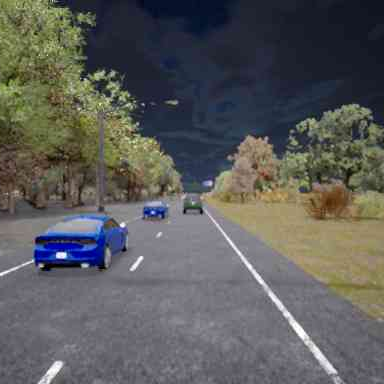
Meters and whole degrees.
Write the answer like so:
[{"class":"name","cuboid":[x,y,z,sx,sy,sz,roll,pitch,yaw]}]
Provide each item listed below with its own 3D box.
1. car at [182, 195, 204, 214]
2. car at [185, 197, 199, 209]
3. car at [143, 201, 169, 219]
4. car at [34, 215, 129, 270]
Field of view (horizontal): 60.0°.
[{"class":"car","cuboid":[0.110,1.310,37.232,2.150,2.045,5.566,0,0,0]},{"class":"car","cuboid":[0.017,1.595,49.479,1.882,1.535,5.008,0,0,0]},{"class":"car","cuboid":[-3.146,1.547,29.755,1.882,1.535,5.008,0,0,2]},{"class":"car","cuboid":[-3.398,1.503,11.135,1.882,1.535,5.008,0,0,0]}]
